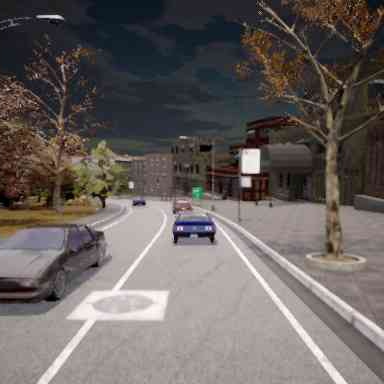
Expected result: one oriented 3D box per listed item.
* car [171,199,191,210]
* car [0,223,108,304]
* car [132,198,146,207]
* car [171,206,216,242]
[{"bbox_3d":[-1.114,1.447,34.084,1.812,1.442,4.674,-1,0,-7],"label":"car"},{"bbox_3d":[-3.603,1.532,8.510,2.033,1.411,5.357,0,0,0],"label":"car"},{"bbox_3d":[-8.236,1.594,51.867,1.895,1.301,4.718,-1,0,-14],"label":"car"},{"bbox_3d":[0.068,1.571,16.313,1.895,1.301,4.718,0,0,-1],"label":"car"}]
